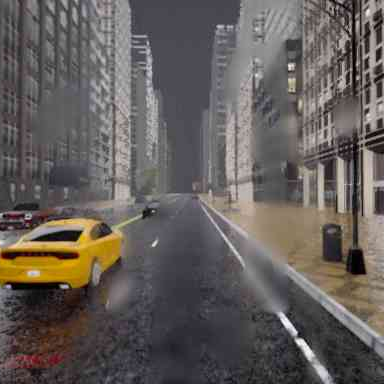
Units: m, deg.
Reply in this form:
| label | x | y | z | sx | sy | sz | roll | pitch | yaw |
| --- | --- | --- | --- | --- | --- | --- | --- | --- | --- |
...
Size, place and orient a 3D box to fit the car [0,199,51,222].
| label | x | y | z | sx | sy | sz | roll | pitch | yaw |
| --- | --- | --- | --- | --- | --- | --- | --- | --- | --- |
| car | -9.846 | 1.363 | 20.315 | 2.097 | 1.767 | 4.553 | 0 | 0 | 0 |

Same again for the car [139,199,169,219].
| label | x | y | z | sx | sy | sz | roll | pitch | yaw |
| --- | --- | --- | --- | --- | --- | --- | --- | --- | --- |
| car | -3.148 | 1.578 | 29.280 | 1.994 | 1.385 | 4.181 | 0 | 0 | 0 |

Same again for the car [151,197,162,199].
| label | x | y | z | sx | sy | sz | roll | pitch | yaw |
| --- | --- | --- | --- | --- | --- | --- | --- | --- | --- |
| car | -6.522 | 1.591 | 61.180 | 1.994 | 1.385 | 4.181 | 0 | 0 | 1 |

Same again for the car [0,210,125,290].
| label | x | y | z | sx | sy | sz | roll | pitch | yaw |
| --- | --- | --- | --- | --- | --- | --- | --- | --- | --- |
| car | -3.155 | 1.482 | 9.127 | 1.882 | 1.535 | 5.008 | 0 | 0 | 0 |

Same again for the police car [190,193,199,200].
| label | x | y | z | sx | sy | sz | roll | pitch | yaw |
| --- | --- | --- | --- | --- | --- | --- | --- | --- | --- |
| police car | 0.987 | 1.468 | 94.530 | 1.930 | 1.638 | 5.238 | 0 | 0 | 0 |

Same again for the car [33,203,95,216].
| label | x | y | z | sx | sy | sz | roll | pitch | yaw |
| --- | --- | --- | --- | --- | --- | --- | --- | --- | --- |
| car | -6.598 | 1.501 | 18.714 | 2.128 | 1.511 | 4.902 | 0 | 0 | 0 |

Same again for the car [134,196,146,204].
| label | x | y | z | sx | sy | sz | roll | pitch | yaw |
| --- | --- | --- | --- | --- | --- | --- | --- | --- | --- |
| car | -9.757 | 1.530 | 63.173 | 1.837 | 1.490 | 4.892 | 0 | 0 | 0 |
